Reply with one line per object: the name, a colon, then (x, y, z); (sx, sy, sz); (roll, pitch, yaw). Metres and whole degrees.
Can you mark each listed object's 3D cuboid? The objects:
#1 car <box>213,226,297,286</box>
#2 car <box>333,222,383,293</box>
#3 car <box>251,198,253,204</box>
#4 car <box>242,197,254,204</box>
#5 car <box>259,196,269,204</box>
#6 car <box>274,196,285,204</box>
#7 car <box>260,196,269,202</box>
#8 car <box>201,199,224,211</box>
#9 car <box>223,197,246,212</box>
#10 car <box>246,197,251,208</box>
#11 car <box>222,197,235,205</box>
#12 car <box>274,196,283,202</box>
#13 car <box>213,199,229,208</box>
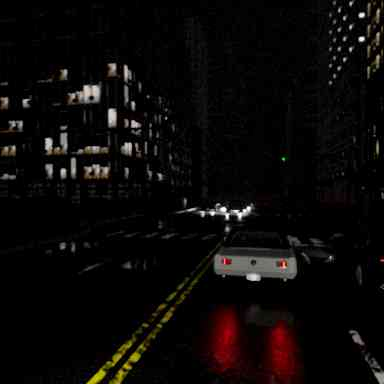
car: (1.903, 1.638, 9.653); (1.895, 1.301, 4.718); (0, 0, 13)
car: (5.032, 1.545, 8.765); (1.837, 1.490, 4.892); (0, 0, 13)
car: (9.462, 1.804, 59.508); (1.895, 1.301, 4.718); (0, 0, 13)
car: (11.785, 1.775, 69.737); (2.033, 1.411, 5.357); (0, 0, 12)
car: (15.364, 1.830, 70.877); (1.895, 1.301, 4.718); (0, 0, 12)
car: (18.442, 1.775, 69.740); (2.033, 1.411, 5.357); (0, 0, 12)
car: (17.508, 1.627, 80.614); (2.128, 1.511, 4.902); (0, 0, 12)
car: (2.474, 1.694, 43.039); (2.033, 1.411, 5.357); (0, 0, 12)
car: (5.278, 1.669, 40.638); (1.812, 1.442, 4.674); (0, 0, 12)
car: (7.267, 1.664, 49.669); (2.128, 1.511, 4.902); (0, 0, 12)
car: (6.944, 1.715, 63.102); (1.837, 1.490, 4.892); (0, 0, 13)
car: (20.689, 1.699, 79.944); (1.895, 1.301, 4.718); (0, 0, 12)
car: (4.660, 1.779, 52.939); (1.895, 1.301, 4.718); (0, 0, 13)
